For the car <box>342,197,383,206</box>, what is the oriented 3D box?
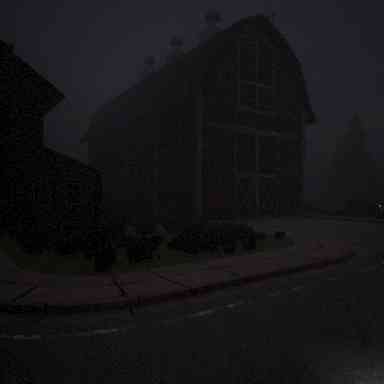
[{"bbox_3d":[18.240,1.363,35.109,2.097,1.767,4.553,0,0,-34],"label":"car"}]
